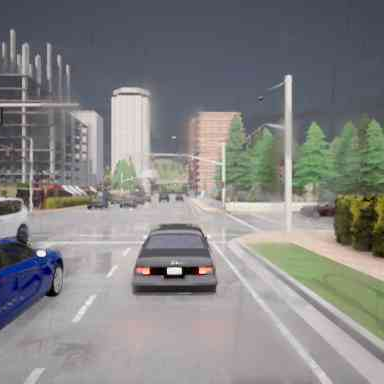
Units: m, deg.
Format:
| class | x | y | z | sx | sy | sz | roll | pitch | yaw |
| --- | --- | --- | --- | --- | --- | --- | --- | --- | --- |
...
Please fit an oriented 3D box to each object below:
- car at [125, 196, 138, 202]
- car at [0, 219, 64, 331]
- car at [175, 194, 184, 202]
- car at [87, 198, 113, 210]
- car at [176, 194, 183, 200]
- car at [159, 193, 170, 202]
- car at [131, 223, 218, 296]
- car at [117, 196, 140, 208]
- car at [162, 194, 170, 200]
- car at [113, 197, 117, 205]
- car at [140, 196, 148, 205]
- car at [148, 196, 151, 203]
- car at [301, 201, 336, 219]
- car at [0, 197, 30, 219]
| class | x | y | z | sx | sy | sz | roll | pitch | yaw |
| --- | --- | --- | --- | --- | --- | --- | --- | --- | --- |
| car | -13.246 | 1.505 | 73.142 | 2.033 | 1.411 | 5.357 | 0 | 0 | -2 |
| car | -3.723 | 1.475 | 5.526 | 1.882 | 1.535 | 5.008 | 0 | 0 | -3 |
| car | -2.831 | 1.458 | 75.659 | 1.837 | 1.490 | 4.892 | 0 | 0 | -2 |
| car | -12.278 | 1.527 | 43.820 | 2.033 | 1.411 | 5.357 | 0 | 0 | -2 |
| car | -3.167 | 1.287 | 84.872 | 1.837 | 1.490 | 4.892 | 0 | 0 | -2 |
| car | -6.317 | 1.182 | 75.211 | 2.150 | 2.045 | 5.566 | 0 | 0 | -2 |
| car | -0.409 | 1.543 | 8.820 | 2.033 | 1.411 | 5.357 | 0 | 0 | -2 |
| car | -8.881 | 1.542 | 46.829 | 1.994 | 1.385 | 4.181 | 0 | 0 | -2 |
| car | -6.665 | 1.311 | 84.745 | 1.812 | 1.442 | 4.674 | 0 | 0 | -2 |
| car | -12.758 | 1.520 | 57.468 | 2.033 | 1.411 | 5.357 | 0 | 0 | -2 |
| car | -9.229 | 1.537 | 56.766 | 1.994 | 1.385 | 4.181 | 0 | 0 | -2 |
| car | -9.591 | 1.528 | 68.967 | 1.994 | 1.385 | 4.181 | 0 | 0 | -2 |
| car | 11.779 | 1.465 | 28.178 | 5.008 | 1.535 | 1.882 | 0 | 0 | -1 |
| car | -7.757 | 1.216 | 11.777 | 2.150 | 2.045 | 5.566 | 0 | 0 | -3 |
